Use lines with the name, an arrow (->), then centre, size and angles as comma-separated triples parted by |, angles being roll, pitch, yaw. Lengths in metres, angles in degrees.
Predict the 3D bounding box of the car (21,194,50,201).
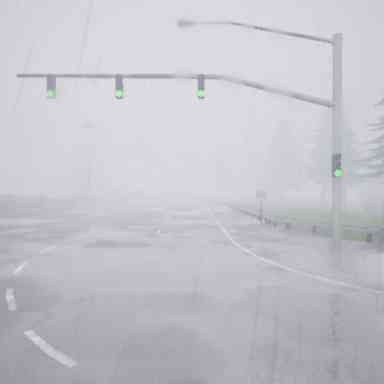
car -> -21.055, 1.047, 45.299 | 1.882, 1.535, 5.008 | 0, 1, 0

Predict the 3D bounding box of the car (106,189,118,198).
car -> -18.882, 0.309, 79.113 | 2.150, 2.045, 5.566 | 0, 1, -30

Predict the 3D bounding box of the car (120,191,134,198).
car -> -15.719, 0.569, 80.619 | 1.837, 1.490, 4.892 | 0, 1, -30

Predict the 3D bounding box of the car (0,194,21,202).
car -> -21.046, 1.008, 36.075 | 2.097, 1.767, 4.553 | 0, 1, 0

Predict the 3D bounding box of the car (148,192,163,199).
car -> -8.598, 0.790, 72.746 | 1.882, 1.535, 5.008 | 0, 1, -22

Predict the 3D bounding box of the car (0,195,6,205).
car -> -28.068, 1.123, 46.479 | 1.994, 1.385, 4.181 | 0, 1, -3

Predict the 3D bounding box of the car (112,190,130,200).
car -> -14.921, 0.815, 69.648 | 1.882, 1.535, 5.008 | 0, 1, -22

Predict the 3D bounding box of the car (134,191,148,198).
car -> -12.571, 0.578, 82.148 | 1.812, 1.442, 4.674 | 0, 1, -30

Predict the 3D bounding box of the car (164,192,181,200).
car -> -3.765, 0.701, 69.164 | 2.097, 1.767, 4.553 | 0, 1, -18

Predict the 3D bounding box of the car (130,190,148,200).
car -> -11.600, 0.551, 70.743 | 2.150, 2.045, 5.566 | 0, 1, -22

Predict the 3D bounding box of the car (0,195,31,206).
car -> -24.562, 1.112, 45.822 | 2.033, 1.411, 5.357 | 0, 1, 0
